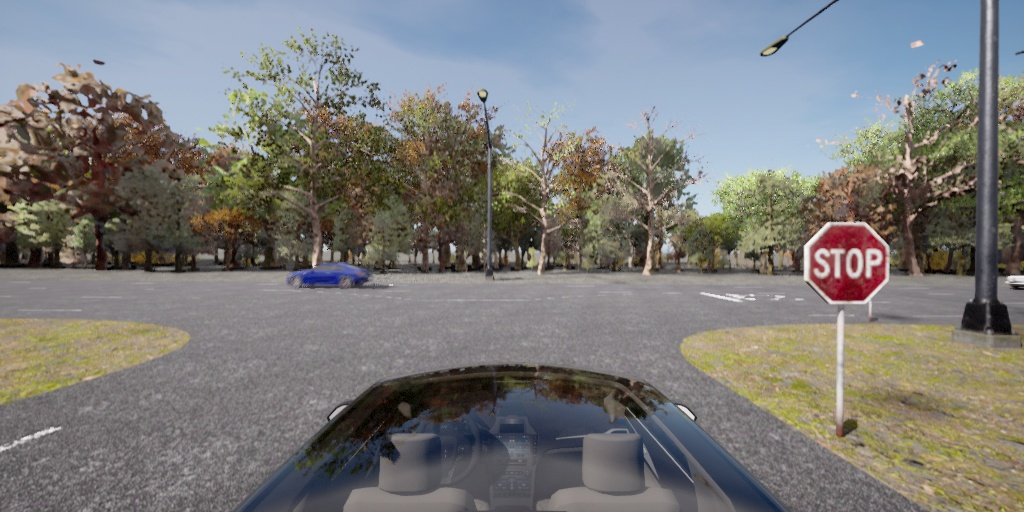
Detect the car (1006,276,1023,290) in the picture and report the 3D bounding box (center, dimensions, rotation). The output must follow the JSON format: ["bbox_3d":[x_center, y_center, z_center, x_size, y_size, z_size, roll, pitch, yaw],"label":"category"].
[{"bbox_3d":[31.964,1.443,20.690,4.718,1.301,1.895,0,0,0],"label":"car"}]

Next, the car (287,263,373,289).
[{"bbox_3d":[-10.528,1.118,20.884,4.674,1.442,1.812,0,0,1],"label":"car"}]
